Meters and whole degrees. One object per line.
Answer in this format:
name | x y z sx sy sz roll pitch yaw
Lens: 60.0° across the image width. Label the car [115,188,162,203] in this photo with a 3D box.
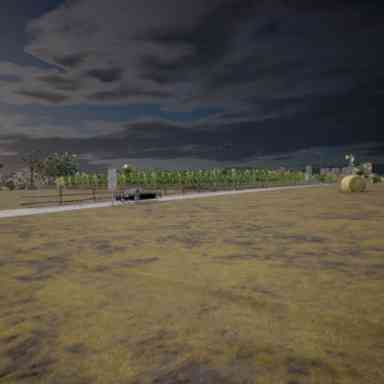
car | -5.044 0.282 32.221 1.895 1.301 4.718 -1 2 36
